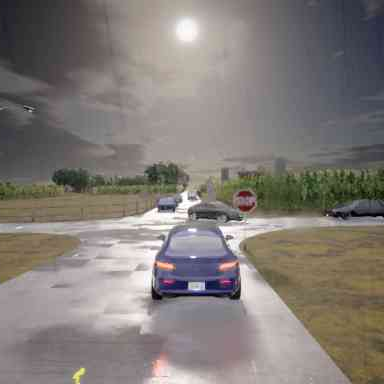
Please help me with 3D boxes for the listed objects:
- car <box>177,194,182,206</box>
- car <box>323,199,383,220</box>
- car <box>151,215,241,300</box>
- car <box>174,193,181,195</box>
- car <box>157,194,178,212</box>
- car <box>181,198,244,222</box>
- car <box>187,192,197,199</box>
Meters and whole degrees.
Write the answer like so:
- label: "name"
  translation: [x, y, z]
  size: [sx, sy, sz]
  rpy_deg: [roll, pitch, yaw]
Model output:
- label: "car"
  translation: [-2.872, 1.406, 47.189]
  size: [1.895, 1.301, 4.718]
  rpy_deg: [0, 1, 0]
- label: "car"
  translation: [12.618, 1.257, 24.573]
  size: [5.357, 1.411, 2.033]
  rpy_deg: [-1, 0, -2]
- label: "car"
  translation: [0.087, 1.525, 8.268]
  size: [1.812, 1.442, 4.674]
  rpy_deg: [0, 0, 0]
- label: "car"
  translation: [-2.850, 1.030, 61.368]
  size: [2.097, 1.767, 4.553]
  rpy_deg: [0, 0, 0]
- label: "car"
  translation: [-2.824, 1.358, 37.195]
  size: [1.882, 1.535, 5.008]
  rpy_deg: [0, 0, -2]
- label: "car"
  translation: [1.709, 1.461, 24.710]
  size: [1.837, 1.490, 4.892]
  rpy_deg: [-2, 1, -44]
- label: "car"
  translation: [0.061, 1.186, 69.570]
  size: [1.895, 1.301, 4.718]
  rpy_deg: [0, 1, 0]
